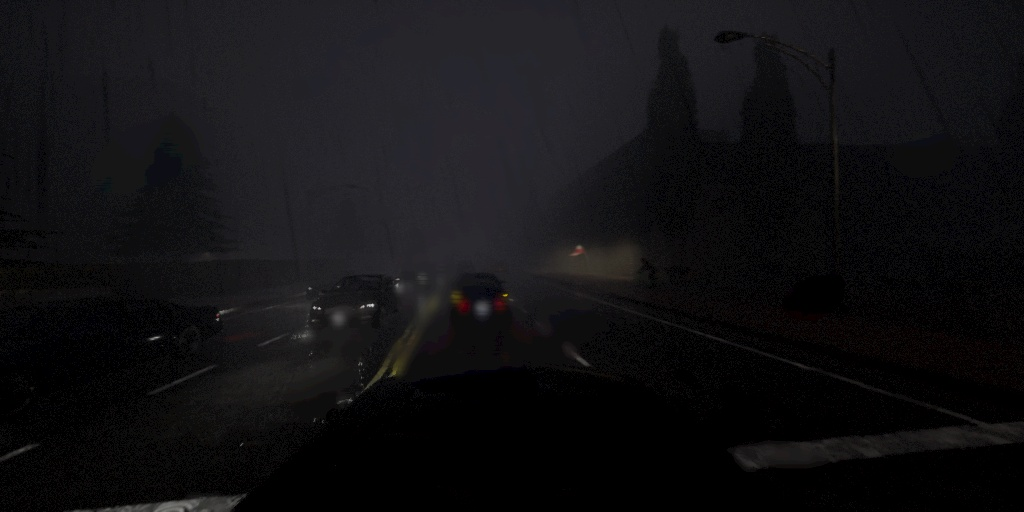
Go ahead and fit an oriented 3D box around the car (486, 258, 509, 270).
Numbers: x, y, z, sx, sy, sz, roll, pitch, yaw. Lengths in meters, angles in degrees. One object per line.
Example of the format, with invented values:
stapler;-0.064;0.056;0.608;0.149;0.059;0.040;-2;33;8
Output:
car;-1.509;1.227;40.025;1.882;1.535;5.008;-1;0;-7

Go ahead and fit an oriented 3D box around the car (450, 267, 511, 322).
car;-1.154;1.294;12.413;1.812;1.442;4.674;-1;0;-8

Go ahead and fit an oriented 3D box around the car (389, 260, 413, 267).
car;-12.431;1.518;41.936;2.128;1.511;4.902;-1;0;-8

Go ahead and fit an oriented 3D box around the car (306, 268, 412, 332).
car;-4.794;1.353;11.637;2.128;1.511;4.902;-1;0;-8

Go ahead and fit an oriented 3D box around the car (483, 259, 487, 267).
car;-3.075;1.129;51.073;2.097;1.767;4.553;-1;0;-7

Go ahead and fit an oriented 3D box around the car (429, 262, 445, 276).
car;-8.742;1.458;40.715;1.812;1.442;4.674;-1;0;-7

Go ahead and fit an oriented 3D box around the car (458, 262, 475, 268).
car;-5.115;1.366;40.643;1.812;1.442;4.674;-1;0;-7

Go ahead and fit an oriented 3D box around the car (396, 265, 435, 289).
car;-6.504;1.494;24.034;1.895;1.301;4.718;-1;0;-8

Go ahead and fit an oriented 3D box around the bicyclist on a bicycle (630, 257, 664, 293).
bicyclist on a bicycle;6.105;0.880;16.233;1.656;1.620;0.582;-1;0;-8

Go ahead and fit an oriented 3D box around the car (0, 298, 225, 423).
car;-7.628;1.487;6.245;2.033;1.411;5.357;-1;0;-6

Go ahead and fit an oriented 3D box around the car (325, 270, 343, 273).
car;-9.383;1.497;19.395;1.812;1.442;4.674;-1;1;-9
